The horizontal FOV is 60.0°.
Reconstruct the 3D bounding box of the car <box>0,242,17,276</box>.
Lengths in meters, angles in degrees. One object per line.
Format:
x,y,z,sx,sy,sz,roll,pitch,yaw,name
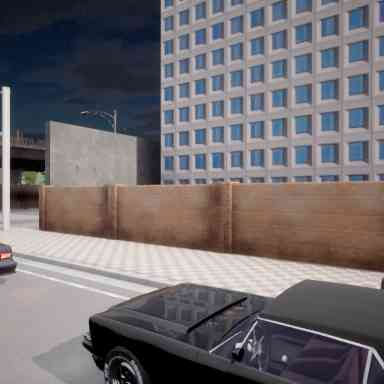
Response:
-6.747,1.547,8.804,5.357,1.411,2.033,0,0,36,car

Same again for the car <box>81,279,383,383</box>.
1.059,1.601,3.229,4.718,1.301,1.895,0,0,36,car
